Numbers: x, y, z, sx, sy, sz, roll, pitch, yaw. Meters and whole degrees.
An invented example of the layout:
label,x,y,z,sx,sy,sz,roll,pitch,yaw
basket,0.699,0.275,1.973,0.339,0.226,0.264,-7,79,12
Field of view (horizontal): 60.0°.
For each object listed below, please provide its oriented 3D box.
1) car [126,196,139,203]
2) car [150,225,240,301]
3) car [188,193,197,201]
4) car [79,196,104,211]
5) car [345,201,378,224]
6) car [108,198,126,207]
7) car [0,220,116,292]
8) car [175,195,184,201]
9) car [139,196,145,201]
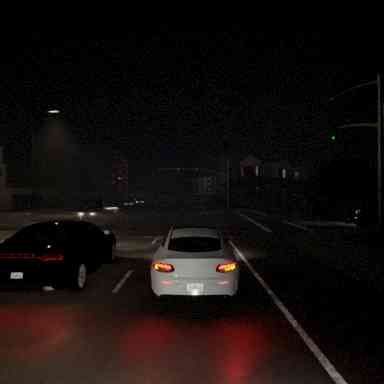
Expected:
label,x,y,z,sx,sy,sz,roll,pitch,yaw
car,-13.981,1.778,75.652,2.033,1.411,5.357,0,1,0
car,0.069,1.540,8.224,1.812,1.442,4.674,0,0,0
car,0.022,1.417,89.352,2.150,2.045,5.566,0,-1,0
car,-14.085,1.603,46.903,2.150,2.045,5.566,0,0,0
car,14.256,1.492,25.542,4.553,1.767,2.097,0,-1,0
car,-14.046,1.903,60.819,2.128,1.511,4.902,0,1,0
car,-3.427,1.498,9.011,1.882,1.535,5.008,0,0,0
car,-3.478,1.716,89.317,2.128,1.511,4.902,0,-1,0
car,-13.978,1.805,90.985,1.895,1.301,4.718,0,0,0
